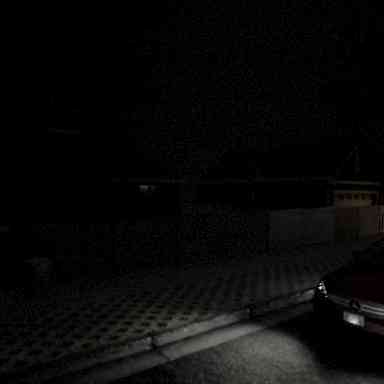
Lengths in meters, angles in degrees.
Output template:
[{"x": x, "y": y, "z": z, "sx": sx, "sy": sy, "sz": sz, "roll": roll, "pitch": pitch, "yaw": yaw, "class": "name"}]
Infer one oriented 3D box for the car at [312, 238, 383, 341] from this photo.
[{"x": 4.165, "y": 1.530, "z": 6.067, "sx": 4.674, "sy": 1.442, "sz": 1.812, "roll": 0, "pitch": 0, "yaw": -36, "class": "car"}]
